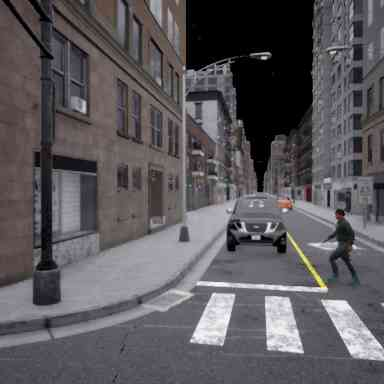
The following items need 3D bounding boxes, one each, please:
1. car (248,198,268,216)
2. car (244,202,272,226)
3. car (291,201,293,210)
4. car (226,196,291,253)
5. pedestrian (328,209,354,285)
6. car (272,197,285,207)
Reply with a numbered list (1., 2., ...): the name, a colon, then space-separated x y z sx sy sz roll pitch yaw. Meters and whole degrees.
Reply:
1. car: 6.806 1.484 34.286 1.882 1.535 5.008 0 0 12
2. car: 4.772 1.533 24.231 1.812 1.442 4.674 0 0 11
3. car: 11.801 1.354 43.185 2.097 1.767 4.553 0 0 12
4. car: 2.756 1.227 14.188 2.150 2.045 5.566 0 0 11
5. pedestrian: 3.589 1.297 8.013 0.375 1.860 0.375 0 0 11
6. car: 13.682 1.500 52.854 1.837 1.490 4.892 0 0 11
